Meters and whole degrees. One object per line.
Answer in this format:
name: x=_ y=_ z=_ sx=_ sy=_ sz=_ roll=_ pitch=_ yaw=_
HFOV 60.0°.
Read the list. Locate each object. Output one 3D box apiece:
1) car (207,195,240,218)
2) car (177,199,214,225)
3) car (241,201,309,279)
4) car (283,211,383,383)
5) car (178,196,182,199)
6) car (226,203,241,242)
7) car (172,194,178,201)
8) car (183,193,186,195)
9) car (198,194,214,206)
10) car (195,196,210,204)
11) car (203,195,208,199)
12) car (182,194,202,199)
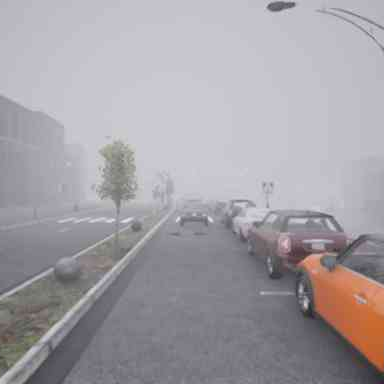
car: x=2.980 y=1.336 z=32.129 sx=2.231 sy=1.521 sz=4.892 roll=0 pitch=0 yaw=0
car: x=0.116 y=1.440 z=22.885 sx=2.033 sy=1.411 sz=5.357 roll=0 pitch=0 yaw=-1
car: x=2.992 y=1.302 z=10.017 sx=2.185 sy=1.767 sz=4.553 roll=0 pitch=0 yaw=0
car: x=2.995 y=1.330 z=4.497 sx=2.185 sy=1.767 sz=4.553 roll=0 pitch=0 yaw=0
car: x=-1.294 y=1.242 z=81.929 sx=2.435 sy=2.045 sz=5.566 roll=0 pitch=-1 yaw=-10
car: x=2.989 y=1.443 z=15.694 sx=2.002 sy=1.452 sz=4.674 roll=0 pitch=0 yaw=0
car: x=-3.523 y=1.712 z=92.742 sx=2.002 sy=1.452 sz=4.674 roll=0 pitch=-1 yaw=-12
car: x=-0.353 y=1.311 z=76.397 sx=2.185 sy=1.767 sz=4.553 roll=0 pitch=0 yaw=-9
car: x=2.267 y=1.235 z=54.252 sx=2.185 sy=1.767 sz=4.553 roll=0 pitch=0 yaw=-4
car: x=1.768 y=1.404 z=59.958 sx=2.163 sy=1.488 sz=4.792 roll=0 pitch=0 yaw=-5
car: x=2.853 y=1.374 z=43.196 sx=2.002 sy=1.452 sz=4.674 roll=0 pitch=0 yaw=-1
car: x=-0.067 y=1.356 z=41.583 sx=1.837 sy=1.490 sz=4.892 roll=0 pitch=0 yaw=-1
